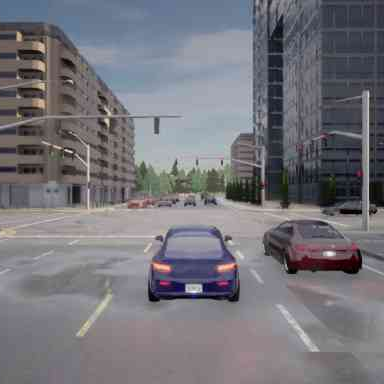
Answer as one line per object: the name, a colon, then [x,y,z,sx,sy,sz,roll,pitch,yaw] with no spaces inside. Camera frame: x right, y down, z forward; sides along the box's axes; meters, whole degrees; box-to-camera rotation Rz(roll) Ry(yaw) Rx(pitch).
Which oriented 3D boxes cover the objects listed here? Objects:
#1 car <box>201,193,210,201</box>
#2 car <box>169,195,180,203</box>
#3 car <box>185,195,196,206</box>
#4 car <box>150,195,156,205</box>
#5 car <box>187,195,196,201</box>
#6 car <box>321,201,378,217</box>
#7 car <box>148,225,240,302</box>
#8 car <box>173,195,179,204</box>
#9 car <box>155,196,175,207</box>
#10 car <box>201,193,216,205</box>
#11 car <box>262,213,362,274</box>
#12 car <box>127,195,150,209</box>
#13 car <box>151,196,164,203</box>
car: [3.432,1.225,87.869,2.150,2.045,5.566,0,0,1]
car: [-3.738,1.478,71.711,1.882,1.535,5.008,0,0,1]
car: [-0.299,1.547,55.186,2.033,1.411,5.357,0,0,1]
car: [-7.474,1.351,56.564,2.097,1.767,4.553,0,0,1]
car: [-0.069,1.525,87.841,2.128,1.511,4.902,0,0,1]
car: [14.473,1.548,30.758,4.902,1.511,2.128,0,0,0]
car: [0.044,1.526,8.139,1.812,1.442,4.674,0,0,0]
car: [-3.929,1.601,60.110,1.895,1.301,4.718,0,0,1]
car: [-4.006,1.601,50.057,1.895,1.301,4.718,0,0,0]
car: [3.255,1.352,60.556,2.097,1.767,4.553,0,0,1]
car: [3.552,1.564,10.563,1.994,1.385,4.181,0,0,0]
car: [-7.483,1.352,45.657,2.097,1.767,4.553,0,0,0]
car: [-7.260,1.525,69.580,2.128,1.511,4.902,0,0,1]
